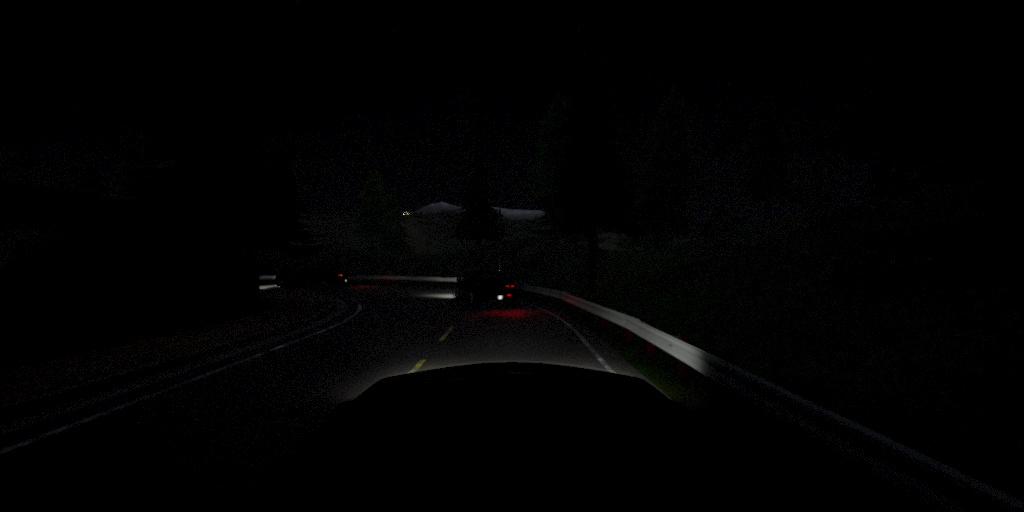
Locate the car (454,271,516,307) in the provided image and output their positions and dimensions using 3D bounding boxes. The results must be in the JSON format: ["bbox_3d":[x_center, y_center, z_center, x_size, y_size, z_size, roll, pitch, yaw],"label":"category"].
[{"bbox_3d":[-1.347,1.404,16.579,1.837,1.490,4.892,0,0,-21],"label":"car"}]

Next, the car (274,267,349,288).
[{"bbox_3d":[-14.369,1.507,25.789,4.892,1.490,1.837,0,-1,0],"label":"car"}]
